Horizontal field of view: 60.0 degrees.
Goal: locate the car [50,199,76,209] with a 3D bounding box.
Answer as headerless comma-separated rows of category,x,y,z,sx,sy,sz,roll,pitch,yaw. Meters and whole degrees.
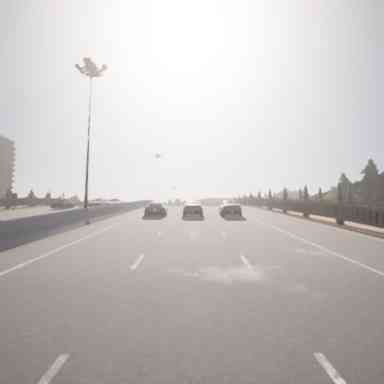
car,-17.603,1.661,45.417,1.895,1.301,4.718,0,0,0

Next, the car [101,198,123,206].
car,-10.609,1.586,45.718,1.812,1.442,4.674,0,0,0

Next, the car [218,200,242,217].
car,3.579,1.534,31.660,2.128,1.511,4.902,0,0,0

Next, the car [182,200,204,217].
car,0.080,1.534,31.689,2.128,1.511,4.902,0,0,0

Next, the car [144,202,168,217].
car,-3.421,1.607,32.264,1.994,1.385,4.181,0,0,0

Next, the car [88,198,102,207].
car,-14.091,1.626,50.455,2.033,1.411,5.357,0,0,1
